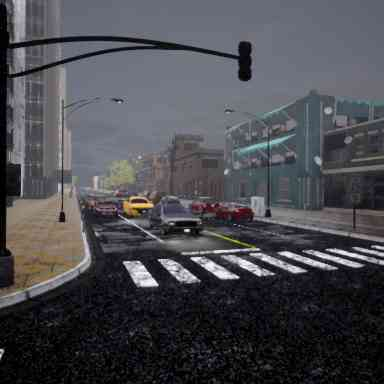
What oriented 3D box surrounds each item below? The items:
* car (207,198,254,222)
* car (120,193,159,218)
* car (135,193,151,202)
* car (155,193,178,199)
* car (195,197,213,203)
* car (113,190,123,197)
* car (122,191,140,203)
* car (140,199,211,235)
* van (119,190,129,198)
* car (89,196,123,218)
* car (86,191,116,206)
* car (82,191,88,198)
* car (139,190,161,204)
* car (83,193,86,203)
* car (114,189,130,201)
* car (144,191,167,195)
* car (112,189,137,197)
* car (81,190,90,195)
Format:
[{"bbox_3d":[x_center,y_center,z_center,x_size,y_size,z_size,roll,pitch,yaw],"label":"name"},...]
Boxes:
[{"bbox_3d":[2.909,1.348,23.733,1.802,1.307,4.206,1,0,-19],"label":"car"},{"bbox_3d":[-4.359,1.147,26.921,1.882,1.535,5.008,0,1,-20],"label":"car"},{"bbox_3d":[-8.238,0.869,55.270,1.752,1.417,4.829,1,0,-19],"label":"car"},{"bbox_3d":[-2.636,1.112,39.421,2.008,1.369,4.403,1,0,-19],"label":"car"},{"bbox_3d":[1.062,1.138,28.963,1.967,1.590,4.097,1,0,-19],"label":"car"},{"bbox_3d":[-19.270,0.328,86.481,1.967,1.590,4.097,1,0,-19],"label":"car"},{"bbox_3d":[-9.319,0.736,50.523,2.097,1.767,4.553,0,1,-20],"label":"car"},{"bbox_3d":[-1.105,1.335,17.689,2.033,1.411,5.357,0,1,-20],"label":"car"},{"bbox_3d":[-15.571,0.385,76.023,1.690,1.788,3.998,1,0,-19],"label":"van"},{"bbox_3d":[-6.841,1.236,26.170,1.802,1.307,4.206,1,0,-19],"label":"car"},{"bbox_3d":[-8.686,1.026,31.398,1.967,1.590,4.097,1,0,-19],"label":"car"},{"bbox_3d":[-14.235,0.956,47.086,1.802,1.307,4.206,1,0,-19],"label":"car"},{"bbox_3d":[-6.328,0.734,49.879,2.192,1.841,5.009,1,0,-19],"label":"car"},{"bbox_3d":[-12.386,1.028,41.855,1.802,1.307,4.206,1,0,-19],"label":"car"},{"bbox_3d":[-12.694,0.472,60.073,2.150,2.045,5.566,0,1,-19],"label":"car"},{"bbox_3d":[-4.479,0.805,44.648,2.192,1.841,5.009,1,0,-19],"label":"car"},{"bbox_3d":[-7.638,0.900,36.209,2.097,1.767,4.553,0,1,-19],"label":"car"},{"bbox_3d":[-16.082,0.846,52.315,1.887,1.381,4.507,1,0,-19],"label":"car"}]
